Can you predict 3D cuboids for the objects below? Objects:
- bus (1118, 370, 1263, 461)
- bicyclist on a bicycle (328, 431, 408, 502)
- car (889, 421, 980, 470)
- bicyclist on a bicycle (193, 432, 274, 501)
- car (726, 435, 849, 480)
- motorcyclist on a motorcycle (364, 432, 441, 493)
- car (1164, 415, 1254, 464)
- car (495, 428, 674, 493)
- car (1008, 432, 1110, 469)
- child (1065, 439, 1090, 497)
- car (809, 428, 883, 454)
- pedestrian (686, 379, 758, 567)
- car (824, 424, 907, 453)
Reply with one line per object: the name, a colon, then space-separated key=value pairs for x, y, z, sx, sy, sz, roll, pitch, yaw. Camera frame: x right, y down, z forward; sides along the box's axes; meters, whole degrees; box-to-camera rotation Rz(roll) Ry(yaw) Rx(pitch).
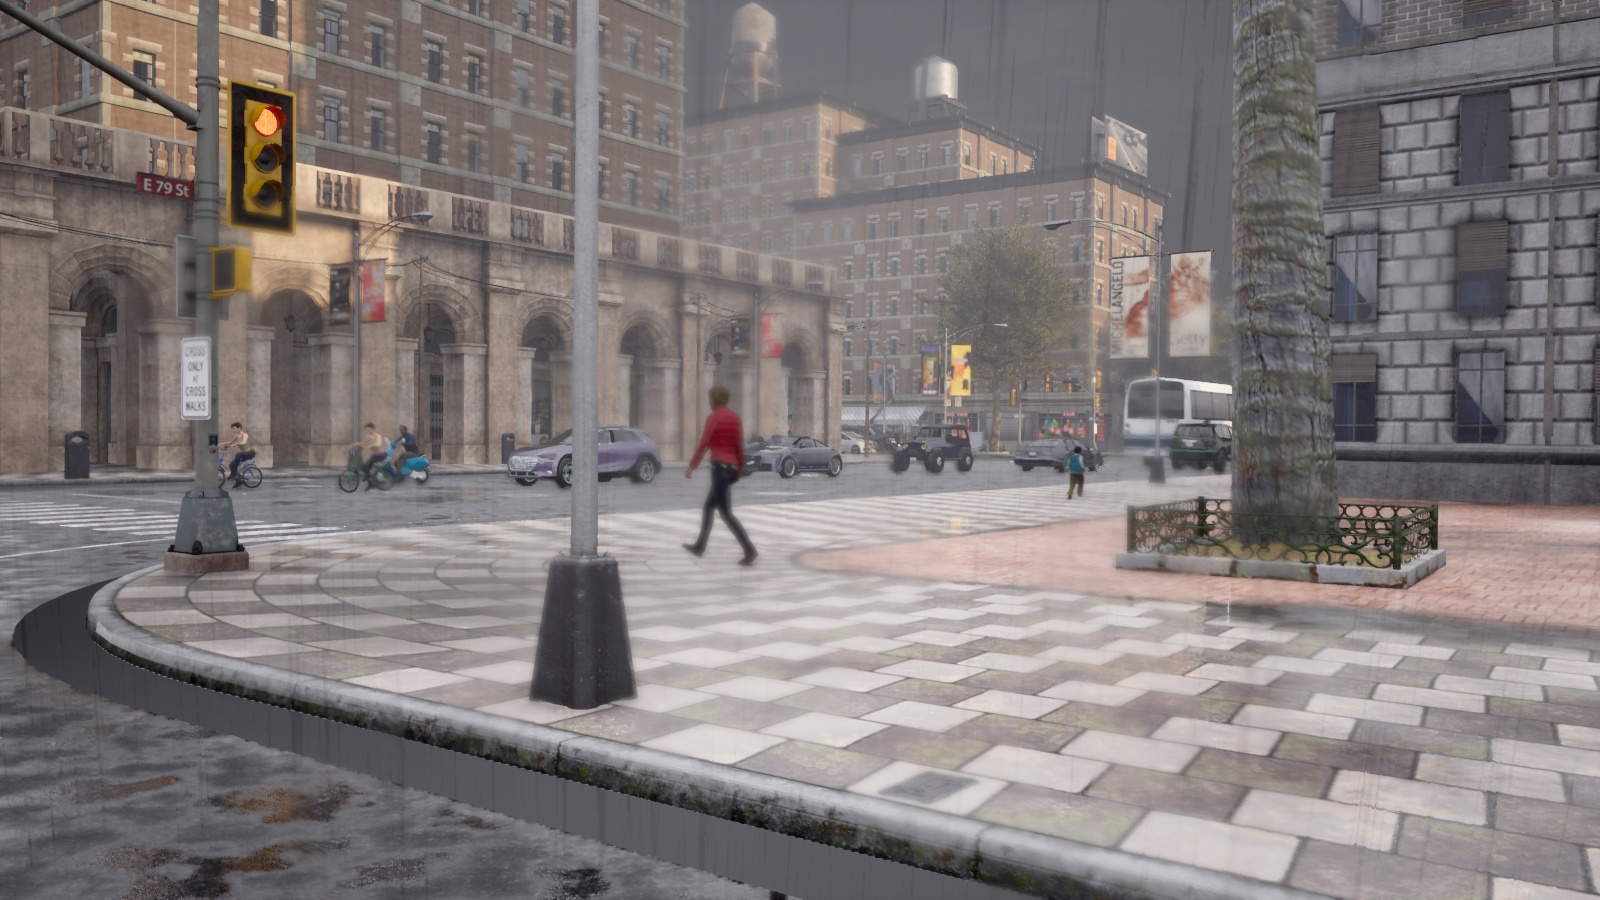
bus: x=20.197 y=-1.707 z=64.380 sx=3.944 sy=4.253 sz=10.273 roll=0 pitch=1 yaw=36
bicyclist on a bicycle: x=-10.068 y=0.359 z=29.278 sx=0.866 sy=1.612 sz=1.509 roll=0 pitch=1 yaw=37
car: x=5.406 y=-0.205 z=50.058 sx=1.905 sy=1.878 sz=3.866 roll=0 pitch=1 yaw=36
bicyclist on a bicycle: x=-13.623 y=0.379 z=30.217 sx=0.866 sy=1.612 sz=1.509 roll=0 pitch=1 yaw=37
car: x=-0.363 y=0.221 z=42.291 sx=1.994 sy=1.385 sz=4.181 roll=0 pitch=1 yaw=37
motorcyclist on a motorcycle: x=-10.788 y=0.316 z=34.153 sx=0.866 sy=1.590 sz=1.817 roll=0 pitch=1 yaw=37
car: x=18.195 y=-0.475 z=55.705 sx=2.150 sy=2.045 sz=5.566 roll=0 pitch=1 yaw=36
car: x=-5.890 y=0.238 z=34.889 sx=2.033 sy=1.649 sz=4.856 roll=0 pitch=1 yaw=36
car: x=10.643 y=-0.018 z=51.287 sx=2.033 sy=1.411 sz=5.357 roll=0 pitch=1 yaw=36
child: x=5.736 y=0.362 z=25.958 sx=0.343 sy=1.192 sz=0.448 roll=0 pitch=1 yaw=35
car: x=3.130 y=-0.621 z=85.538 sx=4.611 sy=1.667 sz=2.242 roll=0 pitch=1 yaw=37
pedestrian: x=-0.788 y=0.223 z=12.615 sx=0.636 sy=1.846 sz=0.331 roll=0 pitch=1 yaw=36
car: x=4.615 y=-0.803 z=88.763 sx=5.566 sy=2.045 sz=2.150 roll=0 pitch=1 yaw=36
